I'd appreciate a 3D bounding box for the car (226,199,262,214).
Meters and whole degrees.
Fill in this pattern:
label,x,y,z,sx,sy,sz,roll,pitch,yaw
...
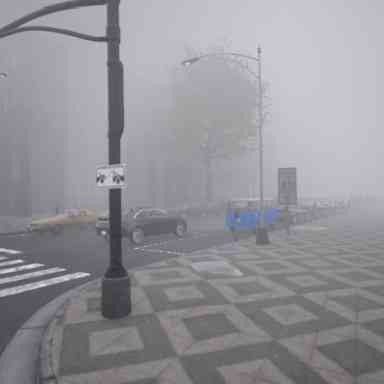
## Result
label,x,y,z,sx,sy,sz,roll,pitch,yaw
car,5.713,1.526,36.139,2.008,1.369,4.403,-1,0,36

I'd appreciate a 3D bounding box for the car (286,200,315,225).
label,x,y,z,sx,sy,sz,roll,pitch,yaw
car,6.582,1.420,22.760,1.947,1.339,4.313,-1,0,36

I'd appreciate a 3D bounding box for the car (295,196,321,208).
label,x,y,z,sx,sy,sz,roll,pitch,yaw
car,15.997,1.384,45.695,2.128,1.511,4.902,-1,-1,36

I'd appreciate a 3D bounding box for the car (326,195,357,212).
label,x,y,z,sx,sy,sz,roll,pitch,yaw
car,16.073,1.361,35.938,2.008,1.369,4.403,-1,0,36

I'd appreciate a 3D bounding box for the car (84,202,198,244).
label,x,y,z,sx,sy,sz,roll,pitch,yaw
car,-2.142,1.427,15.379,2.128,1.511,4.902,-1,-1,36

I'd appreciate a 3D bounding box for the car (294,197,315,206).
label,x,y,z,sx,sy,sz,roll,pitch,yaw
car,18.077,1.489,53.305,1.947,1.339,4.313,-1,0,36

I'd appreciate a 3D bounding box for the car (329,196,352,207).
label,x,y,z,sx,sy,sz,roll,pitch,yaw
car,21.840,1.373,48.674,2.033,1.411,5.357,-1,-1,36

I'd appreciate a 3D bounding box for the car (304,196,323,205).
label,x,y,z,sx,sy,sz,roll,pitch,yaw
car,21.069,1.436,57.459,1.752,1.417,4.829,-1,0,36

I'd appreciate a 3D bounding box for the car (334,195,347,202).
label,x,y,z,sx,sy,sz,roll,pitch,yaw
car,33.211,1.412,74.317,1.887,1.381,4.507,-1,-1,36

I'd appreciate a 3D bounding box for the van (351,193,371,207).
label,x,y,z,sx,sy,sz,roll,pitch,yaw
van,22.398,1.125,44.724,1.690,1.788,3.998,-1,0,36

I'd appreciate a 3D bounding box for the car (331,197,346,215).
label,x,y,z,sx,sy,sz,roll,pitch,yaw
car,12.910,1.407,31.546,1.802,1.307,4.206,-1,0,36

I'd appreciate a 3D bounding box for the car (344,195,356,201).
label,x,y,z,sx,sy,sz,roll,pitch,yaw
car,39.575,1.397,83.153,2.008,1.369,4.403,-1,-1,36

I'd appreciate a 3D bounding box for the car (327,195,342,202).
label,x,y,z,sx,sy,sz,roll,pitch,yaw
car,30.029,1.429,69.899,2.008,1.369,4.403,-1,-1,36

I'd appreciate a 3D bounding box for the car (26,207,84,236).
label,x,y,z,sx,sy,sz,roll,pitch,yaw
car,-6.757,1.561,18.836,1.752,1.417,4.829,-1,0,36

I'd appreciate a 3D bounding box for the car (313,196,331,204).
label,x,y,z,sx,sy,sz,roll,pitch,yaw
car,24.260,1.450,61.889,2.008,1.369,4.403,-1,0,36

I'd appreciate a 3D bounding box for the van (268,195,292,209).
label,x,y,z,sx,sy,sz,roll,pitch,yaw
van,11.892,1.289,44.723,1.690,1.788,3.998,-1,0,36

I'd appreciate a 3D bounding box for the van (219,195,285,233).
label,x,y,z,sx,sy,sz,roll,pitch,yaw
van,3.416,1.211,18.369,1.690,1.788,3.998,-1,0,36

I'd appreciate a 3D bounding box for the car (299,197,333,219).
label,x,y,z,sx,sy,sz,roll,pitch,yaw
car,9.746,1.384,27.153,1.887,1.381,4.507,-1,0,36

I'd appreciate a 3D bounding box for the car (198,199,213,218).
label,x,y,z,sx,sy,sz,roll,pitch,yaw
car,-0.469,1.549,27.555,1.887,1.381,4.507,-1,0,36

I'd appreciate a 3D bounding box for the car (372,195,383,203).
label,x,y,z,sx,sy,sz,roll,pitch,yaw
car,35.056,1.302,62.293,1.947,1.339,4.313,-1,-1,36

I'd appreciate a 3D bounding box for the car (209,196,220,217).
label,x,y,z,sx,sy,sz,roll,pitch,yaw
car,2.619,1.304,31.848,2.192,1.841,5.009,-1,0,36

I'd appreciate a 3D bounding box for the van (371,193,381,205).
label,x,y,z,sx,sy,sz,roll,pitch,yaw
van,28.725,1.100,53.510,1.690,1.788,3.998,-1,-1,36

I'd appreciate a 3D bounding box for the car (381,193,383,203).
label,x,y,z,sx,sy,sz,roll,pitch,yaw
car,31.991,1.272,58.039,1.752,1.417,4.829,-1,-1,36
